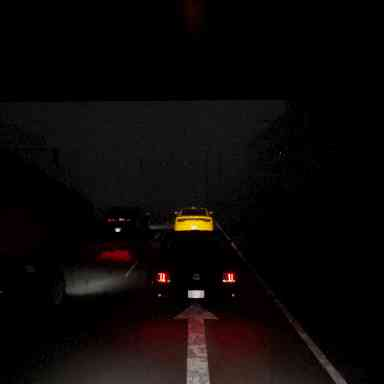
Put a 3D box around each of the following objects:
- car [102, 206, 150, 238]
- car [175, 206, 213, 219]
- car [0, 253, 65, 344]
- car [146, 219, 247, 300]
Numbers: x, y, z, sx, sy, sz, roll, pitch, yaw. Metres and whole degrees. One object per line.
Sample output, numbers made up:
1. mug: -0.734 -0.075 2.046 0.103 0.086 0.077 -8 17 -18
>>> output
1. car: -3.411 1.503 17.719 1.837 1.490 4.892 0 0 0
2. car: 0.090 1.478 17.709 1.882 1.535 5.008 0 0 0
3. car: -3.425 1.525 4.679 1.812 1.442 4.674 0 0 0
4. car: 0.087 1.601 8.366 1.895 1.301 4.718 0 0 0
